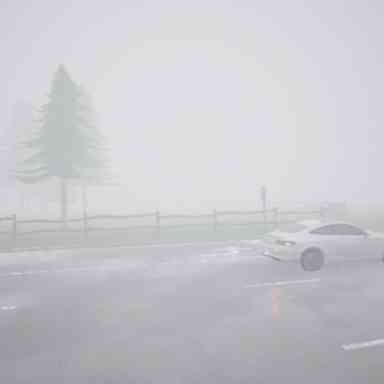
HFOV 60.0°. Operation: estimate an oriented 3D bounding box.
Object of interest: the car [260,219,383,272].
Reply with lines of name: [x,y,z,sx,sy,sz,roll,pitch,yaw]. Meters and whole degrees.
car: [4.511,1.597,10.790,4.674,1.442,1.812,-1,-1,-14]
